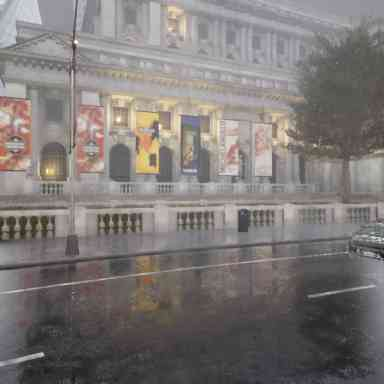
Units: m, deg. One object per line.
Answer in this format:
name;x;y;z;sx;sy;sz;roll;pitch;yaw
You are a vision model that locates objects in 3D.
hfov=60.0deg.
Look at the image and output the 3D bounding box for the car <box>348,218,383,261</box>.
car;7.603;1.351;11.332;4.553;1.767;2.097;0;0;-23
